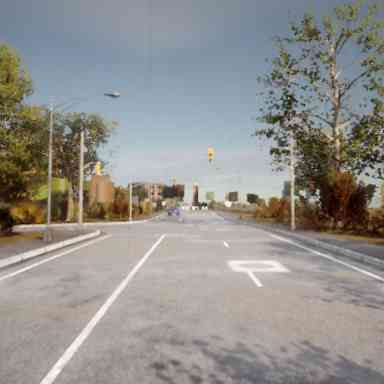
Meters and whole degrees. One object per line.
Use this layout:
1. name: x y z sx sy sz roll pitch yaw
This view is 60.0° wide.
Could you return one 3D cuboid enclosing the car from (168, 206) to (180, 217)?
1. car: -3.608 3.781 66.263 2.150 2.045 5.566 0 -1 0
